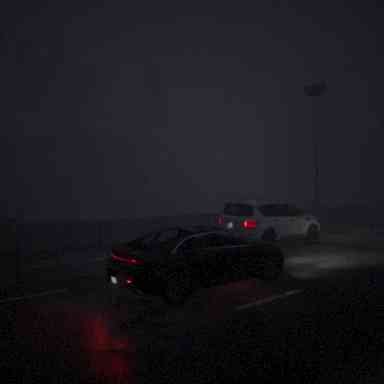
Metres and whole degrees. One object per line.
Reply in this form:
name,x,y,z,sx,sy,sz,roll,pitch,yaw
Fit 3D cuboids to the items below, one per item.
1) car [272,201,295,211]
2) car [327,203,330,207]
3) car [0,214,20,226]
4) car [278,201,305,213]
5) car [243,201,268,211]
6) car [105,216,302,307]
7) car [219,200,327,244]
car,14.316,2.105,51.921,1.812,1.442,4.674,-1,-1,38
car,16.497,1.950,43.397,1.837,1.490,4.892,-1,-1,40
car,-14.929,2.050,23.469,4.718,1.301,1.895,0,-1,-36
car,13.684,2.024,45.504,1.812,1.442,4.674,-1,-1,40
car,10.019,2.123,52.095,1.837,1.490,4.892,-1,-1,39
car,0.311,1.607,8.351,4.902,1.511,2.128,0,-1,-37
car,3.579,1.397,15.003,5.566,2.045,2.150,0,-1,-41
